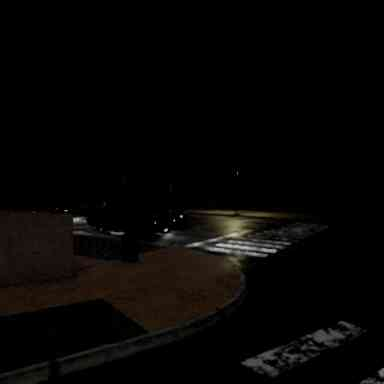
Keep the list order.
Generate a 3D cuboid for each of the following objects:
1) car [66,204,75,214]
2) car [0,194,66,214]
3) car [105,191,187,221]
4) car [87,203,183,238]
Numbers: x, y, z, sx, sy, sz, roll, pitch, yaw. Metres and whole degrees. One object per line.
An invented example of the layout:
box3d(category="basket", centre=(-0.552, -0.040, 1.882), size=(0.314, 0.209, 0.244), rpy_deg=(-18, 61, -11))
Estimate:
box3d(category="car", centre=(-10.987, 1.182, 25.520), size=(4.181, 1.385, 1.994), rpy_deg=(1, 1, 30))
box3d(category="car", centre=(-10.857, 1.156, 21.644), size=(4.902, 1.511, 2.128), rpy_deg=(1, 1, 31))
box3d(category="car", centre=(-2.991, 1.010, 20.539), size=(5.566, 2.045, 2.150), rpy_deg=(1, 1, 31))
box3d(category="car", centre=(-3.049, 1.433, 16.754), size=(4.718, 1.301, 1.895), rpy_deg=(1, 1, 33))
